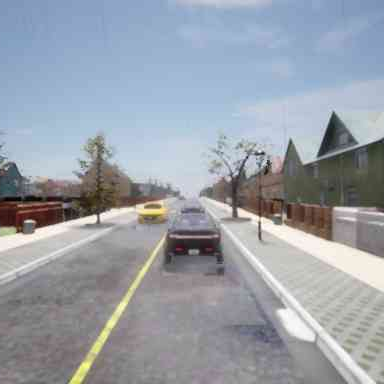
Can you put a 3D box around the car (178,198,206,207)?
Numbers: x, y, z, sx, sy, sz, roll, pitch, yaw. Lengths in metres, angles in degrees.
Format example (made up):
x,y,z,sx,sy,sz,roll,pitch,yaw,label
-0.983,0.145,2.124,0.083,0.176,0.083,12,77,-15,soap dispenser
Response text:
x,y,z,sx,sy,sz,roll,pitch,yaw,label
0.064,1.495,25.322,2.128,1.511,4.902,0,0,0,car

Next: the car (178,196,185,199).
x,y,z,sx,sy,sz,roll,pitch,yaw,label
-2.732,1.686,87.109,1.812,1.442,4.674,0,0,0,car

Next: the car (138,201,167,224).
x,y,z,sx,sy,sz,roll,pitch,yaw,label
-2.824,1.480,24.895,1.882,1.535,5.008,0,0,0,car

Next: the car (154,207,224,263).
x,y,z,sx,sy,sz,roll,pitch,yaw,label
0.071,1.490,11.869,2.128,1.511,4.902,0,0,0,car
